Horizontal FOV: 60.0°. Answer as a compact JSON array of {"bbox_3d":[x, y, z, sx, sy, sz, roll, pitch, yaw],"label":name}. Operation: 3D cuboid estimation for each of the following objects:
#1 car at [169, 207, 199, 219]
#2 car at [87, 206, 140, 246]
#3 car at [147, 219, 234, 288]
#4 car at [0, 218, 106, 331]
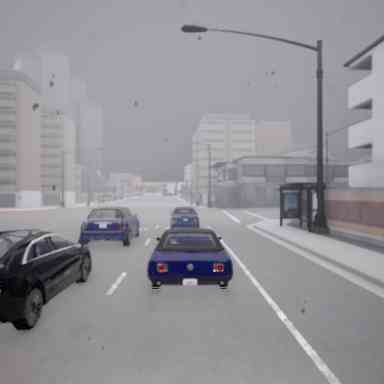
[{"bbox_3d":[-0.494,1.691,21.899,2.033,1.411,5.357,0,0,-2],"label":"car"},{"bbox_3d":[-3.779,1.459,16.026,2.097,1.767,4.553,0,0,-2],"label":"car"},{"bbox_3d":[-0.084,1.663,9.367,1.895,1.301,4.718,0,0,-1],"label":"car"},{"bbox_3d":[-3.547,1.538,6.940,2.128,1.511,4.902,0,-1,-1],"label":"car"}]
